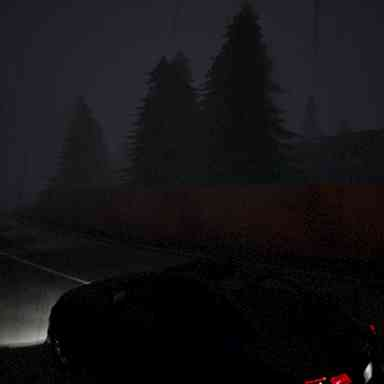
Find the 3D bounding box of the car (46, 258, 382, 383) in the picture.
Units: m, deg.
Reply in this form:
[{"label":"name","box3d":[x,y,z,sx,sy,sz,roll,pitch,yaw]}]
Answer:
[{"label":"car","box3d":[-0.003,1.576,4.219,4.181,1.385,1.994,0,0,37]}]
